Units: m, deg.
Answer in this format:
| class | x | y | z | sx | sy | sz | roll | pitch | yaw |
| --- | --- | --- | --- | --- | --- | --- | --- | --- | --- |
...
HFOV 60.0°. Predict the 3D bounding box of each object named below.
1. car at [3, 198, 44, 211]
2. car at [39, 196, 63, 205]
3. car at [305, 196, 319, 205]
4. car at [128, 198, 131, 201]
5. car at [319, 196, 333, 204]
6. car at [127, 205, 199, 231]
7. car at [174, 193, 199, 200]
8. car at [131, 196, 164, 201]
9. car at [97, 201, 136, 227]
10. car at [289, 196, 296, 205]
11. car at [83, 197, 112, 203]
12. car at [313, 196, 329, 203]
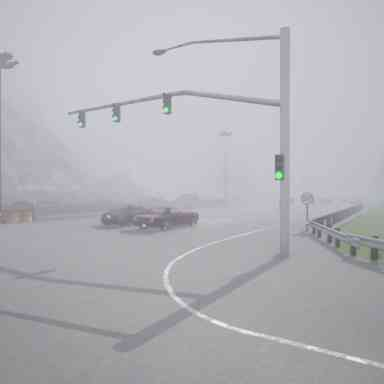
| class | x | y | z | sx | sy | sz | roll | pitch | yaw |
| --- | --- | --- | --- | --- | --- | --- | --- | --- | --- |
| car | -16.198 | 1.500 | 30.282 | 1.994 | 1.385 | 4.181 | 0 | 0 | 33 |
| car | -19.654 | 1.268 | 44.392 | 2.097 | 1.767 | 4.553 | 0 | 0 | 33 |
| car | 20.800 | 1.472 | 58.672 | 2.128 | 1.511 | 4.902 | 1 | 0 | 19 |
| car | -9.651 | 1.411 | 60.501 | 2.128 | 1.511 | 4.902 | 0 | 0 | 29 |
| car | 25.630 | 1.548 | 63.296 | 1.994 | 1.385 | 4.181 | 0 | 0 | 16 |
| car | -1.482 | 1.575 | 20.437 | 1.895 | 1.301 | 4.718 | 0 | 0 | 33 |
| car | -0.794 | 1.163 | 54.864 | 2.150 | 2.045 | 5.566 | 0 | 0 | 29 |
| car | -5.740 | 1.432 | 46.748 | 2.128 | 1.511 | 4.902 | 0 | 0 | 32 |
| car | -4.181 | 1.531 | 22.710 | 1.994 | 1.385 | 4.181 | 0 | 0 | 33 |
| car | 17.702 | 1.478 | 60.486 | 1.837 | 1.490 | 4.892 | 2 | 1 | 19 |
| car | -10.770 | 1.539 | 38.793 | 1.895 | 1.301 | 4.718 | 0 | 0 | 33 |
| car | 28.187 | 1.520 | 72.883 | 2.033 | 1.411 | 5.357 | 0 | 0 | 7 |
